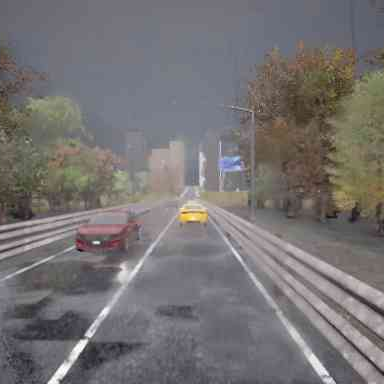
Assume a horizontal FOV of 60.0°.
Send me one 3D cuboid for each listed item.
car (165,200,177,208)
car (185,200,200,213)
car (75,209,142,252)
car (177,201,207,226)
[{"bbox_3d":[-3.331,2.009,55.223,1.994,1.385,4.181,0,-1,0],"label":"car"},{"bbox_3d":[0.075,1.835,42.869,1.812,1.442,4.674,0,-1,0],"label":"car"},{"bbox_3d":[-3.353,1.512,14.157,1.882,1.535,5.008,0,0,0],"label":"car"},{"bbox_3d":[0.093,1.589,24.514,1.882,1.535,5.008,0,-1,0],"label":"car"}]
